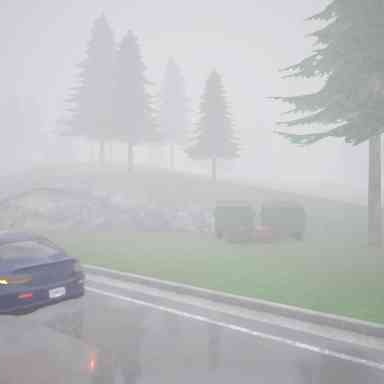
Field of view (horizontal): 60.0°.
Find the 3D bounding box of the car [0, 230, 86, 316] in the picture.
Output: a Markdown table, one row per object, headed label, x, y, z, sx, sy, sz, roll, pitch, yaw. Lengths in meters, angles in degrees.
| label | x | y | z | sx | sy | sz | roll | pitch | yaw |
| --- | --- | --- | --- | --- | --- | --- | --- | --- | --- |
| car | -4.142 | 1.525 | 6.946 | 4.674 | 1.442 | 1.812 | 0 | 0 | 35 |
